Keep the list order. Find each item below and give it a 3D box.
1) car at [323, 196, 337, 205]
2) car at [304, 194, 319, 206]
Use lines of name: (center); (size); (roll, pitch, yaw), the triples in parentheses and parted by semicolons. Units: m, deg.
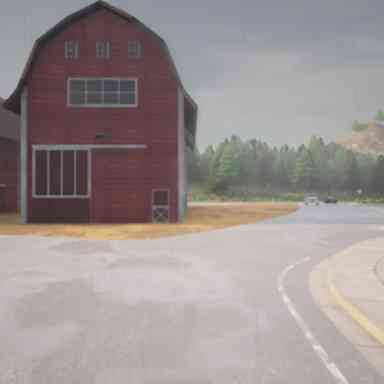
car: (25.844, 1.555, 62.439); (1.882, 1.535, 5.008); (0, 0, 12)
car: (21.088, 1.287, 58.747); (2.150, 2.045, 5.566); (0, 0, 17)
